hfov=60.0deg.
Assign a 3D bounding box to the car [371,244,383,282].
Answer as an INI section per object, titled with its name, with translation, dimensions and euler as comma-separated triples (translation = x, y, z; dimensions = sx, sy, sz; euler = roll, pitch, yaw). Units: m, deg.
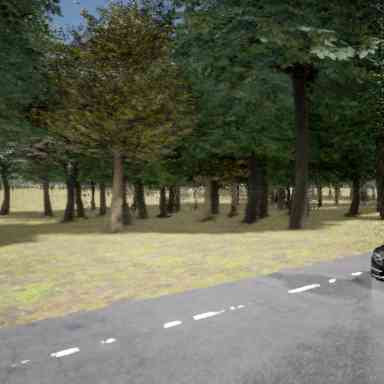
[car]
translation = 6.625, 1.574, 8.889
dimensions = 4.902, 1.511, 2.128
euler = 0, -1, -37
